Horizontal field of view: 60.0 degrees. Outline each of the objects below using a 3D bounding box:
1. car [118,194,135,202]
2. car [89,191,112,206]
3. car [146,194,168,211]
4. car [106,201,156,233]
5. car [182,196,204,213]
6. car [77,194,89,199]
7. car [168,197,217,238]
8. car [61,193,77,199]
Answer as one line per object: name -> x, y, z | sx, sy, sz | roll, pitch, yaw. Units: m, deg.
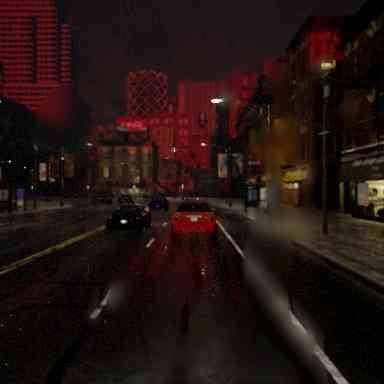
car -> -9.739, 1.143, 49.160 | 1.837, 1.490, 4.892 | 0, 0, -22
car -> -13.224, 0.867, 48.624 | 2.150, 2.045, 5.566 | 0, 0, -24
car -> -3.505, 1.216, 35.645 | 1.882, 1.535, 5.008 | 0, 0, -2
car -> -3.399, 1.427, 18.534 | 1.994, 1.385, 4.181 | 0, 0, 0
car -> 0.042, 1.241, 34.071 | 2.128, 1.511, 4.902 | 0, 0, -2
car -> -23.948, 1.023, 78.052 | 4.718, 1.301, 1.895 | 0, 0, 30
car -> 0.102, 1.226, 17.022 | 2.097, 1.767, 4.553 | 0, 0, 0
car -> -29.251, 0.932, 80.223 | 4.674, 1.452, 2.002 | 0, 0, 20
